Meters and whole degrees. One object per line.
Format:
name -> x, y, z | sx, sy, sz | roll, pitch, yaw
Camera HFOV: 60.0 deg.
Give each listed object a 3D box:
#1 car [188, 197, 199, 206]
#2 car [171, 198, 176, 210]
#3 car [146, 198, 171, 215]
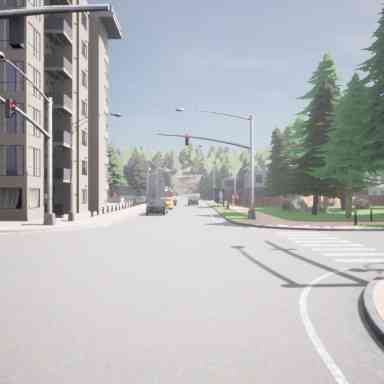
car -> 0.196, 1.547, 55.714 | 2.033, 1.411, 5.357 | 0, 0, 0
car -> -3.439, 1.478, 43.495 | 1.882, 1.535, 5.008 | 0, 0, 0
car -> -3.483, 1.478, 33.534 | 1.882, 1.535, 5.008 | 0, 0, 0
